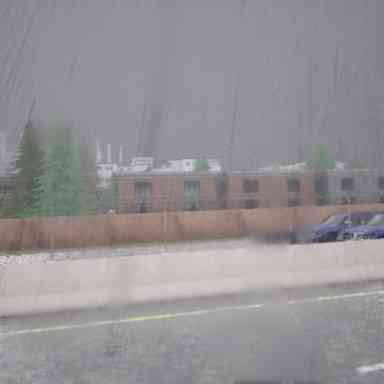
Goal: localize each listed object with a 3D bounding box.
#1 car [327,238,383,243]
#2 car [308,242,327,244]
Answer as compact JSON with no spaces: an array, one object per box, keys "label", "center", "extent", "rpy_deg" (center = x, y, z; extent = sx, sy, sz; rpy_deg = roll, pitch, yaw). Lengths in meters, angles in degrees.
[{"label":"car","center":[9.530,1.895,15.474],"extent":[5.566,2.045,2.150],"rpy_deg":[-2,-4,-13]},{"label":"car","center":[8.764,2.159,18.879],"extent":[5.566,2.045,2.150],"rpy_deg":[-2,-4,-13]}]
